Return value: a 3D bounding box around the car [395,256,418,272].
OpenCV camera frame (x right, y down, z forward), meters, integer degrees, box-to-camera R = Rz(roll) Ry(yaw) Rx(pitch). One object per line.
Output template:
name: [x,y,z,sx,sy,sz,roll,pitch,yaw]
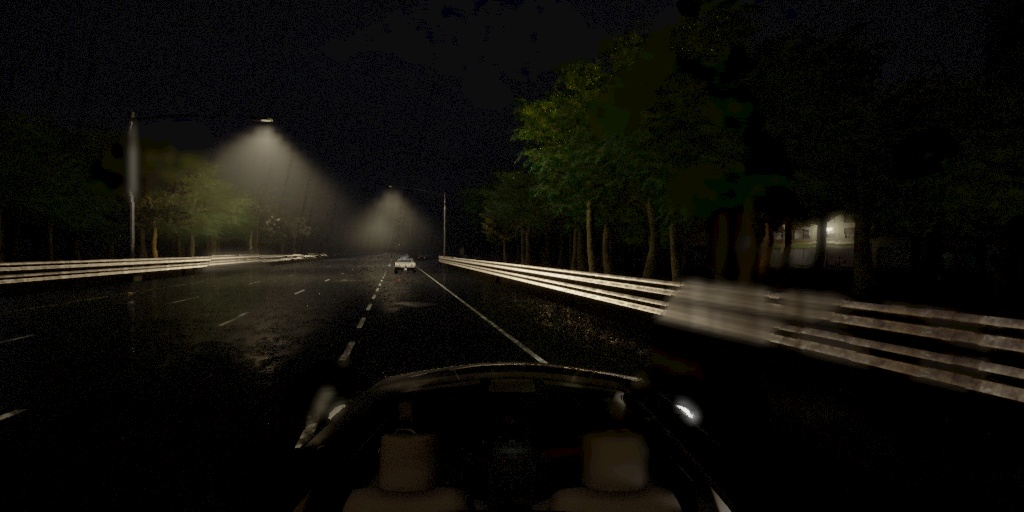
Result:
car: [-10.696,0.899,35.763,1.895,1.301,4.718,0,1,-18]
